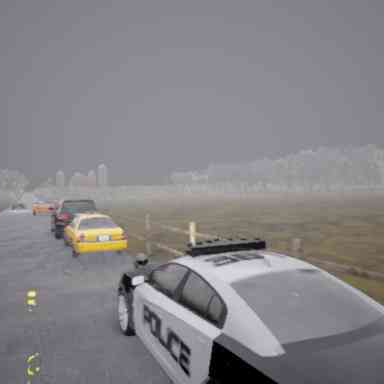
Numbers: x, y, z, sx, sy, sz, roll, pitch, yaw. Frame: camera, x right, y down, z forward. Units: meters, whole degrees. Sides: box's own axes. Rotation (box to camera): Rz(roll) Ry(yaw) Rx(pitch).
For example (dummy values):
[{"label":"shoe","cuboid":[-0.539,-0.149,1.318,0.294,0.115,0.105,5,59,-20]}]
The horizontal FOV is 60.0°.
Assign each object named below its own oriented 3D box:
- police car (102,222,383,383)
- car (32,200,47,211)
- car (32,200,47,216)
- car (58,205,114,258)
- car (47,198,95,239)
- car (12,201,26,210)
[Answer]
[{"label":"police car","cuboid":[0.373,1.429,4.344,1.930,1.638,5.238,-1,0,-26]},{"label":"car","cuboid":[-22.463,1.966,48.985,1.812,1.442,4.674,-1,0,-26]},{"label":"car","cuboid":[-17.218,1.694,38.376,2.097,1.767,4.553,-1,0,-26]},{"label":"car","cuboid":[-4.070,1.544,13.392,1.801,1.575,5.366,-1,0,-26]},{"label":"car","cuboid":[-6.646,1.362,18.635,2.150,2.045,5.566,-1,0,-26]},{"label":"car","cuboid":[-27.224,2.109,52.439,1.895,1.301,4.718,-1,0,-26]}]
